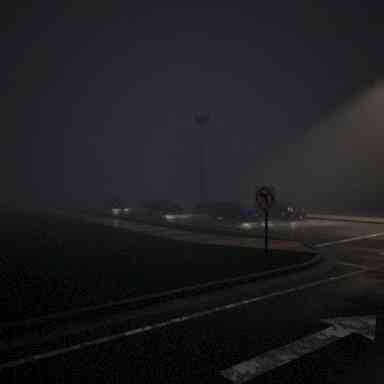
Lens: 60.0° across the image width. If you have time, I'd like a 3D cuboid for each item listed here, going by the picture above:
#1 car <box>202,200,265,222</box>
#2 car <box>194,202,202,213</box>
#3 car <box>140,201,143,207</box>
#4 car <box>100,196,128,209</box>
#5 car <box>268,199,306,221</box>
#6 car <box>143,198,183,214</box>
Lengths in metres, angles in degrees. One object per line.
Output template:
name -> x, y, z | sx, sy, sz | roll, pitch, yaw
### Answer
car -> 3.309, 1.478, 26.800 | 1.882, 1.535, 5.008 | 0, 0, -36
car -> 2.035, 1.564, 34.500 | 1.994, 1.385, 4.181 | 0, 0, -36
car -> -4.968, 1.547, 44.126 | 2.033, 1.411, 5.357 | 0, 0, -36
car -> -10.613, 1.505, 45.992 | 1.837, 1.490, 4.892 | 0, 0, -36
car -> 7.106, 1.352, 27.534 | 2.097, 1.767, 4.553 | 0, 0, -36
car -> -2.887, 1.478, 35.309 | 1.882, 1.535, 5.008 | 0, 0, -36
